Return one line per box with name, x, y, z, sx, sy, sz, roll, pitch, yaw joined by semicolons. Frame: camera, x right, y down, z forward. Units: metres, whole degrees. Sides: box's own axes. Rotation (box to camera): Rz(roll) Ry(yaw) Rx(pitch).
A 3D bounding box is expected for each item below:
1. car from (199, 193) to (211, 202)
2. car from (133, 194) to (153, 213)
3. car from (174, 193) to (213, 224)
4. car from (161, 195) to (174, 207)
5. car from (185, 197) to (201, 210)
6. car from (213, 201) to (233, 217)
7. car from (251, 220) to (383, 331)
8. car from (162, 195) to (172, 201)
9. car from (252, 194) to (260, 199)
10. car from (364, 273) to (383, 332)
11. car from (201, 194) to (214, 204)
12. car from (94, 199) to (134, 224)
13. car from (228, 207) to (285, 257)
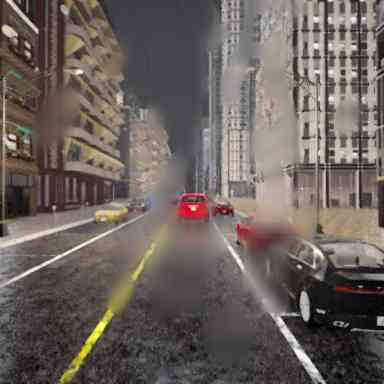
car;2.661;1.088;69.409;2.192;1.841;5.009;1;0;0
car;-5.681;1.311;35.336;1.967;1.590;4.097;1;0;0
car;0.093;1.133;23.772;2.150;2.045;5.566;0;1;0
car;-3.042;1.429;48.822;1.895;1.301;4.718;0;0;0
car;0.091;1.355;41.286;1.837;1.490;4.892;0;0;0
car;2.666;1.435;29.520;1.887;1.381;4.507;1;0;0
car;2.671;1.524;6.729;2.008;1.369;4.403;1;0;0
car;-5.692;1.326;75.218;1.947;1.339;4.313;1;0;0
car;17.905;1.329;86.777;4.403;1.369;2.008;0;-1;0
car;2.671;1.540;1.032;1.887;1.381;4.507;1;0;0
car;2.661;1.241;58.011;1.967;1.590;4.097;1;0;0
car;-5.680;1.435;23.771;1.752;1.417;4.829;1;0;0
car;2.669;1.496;12.427;1.887;1.381;4.507;1;0;0
